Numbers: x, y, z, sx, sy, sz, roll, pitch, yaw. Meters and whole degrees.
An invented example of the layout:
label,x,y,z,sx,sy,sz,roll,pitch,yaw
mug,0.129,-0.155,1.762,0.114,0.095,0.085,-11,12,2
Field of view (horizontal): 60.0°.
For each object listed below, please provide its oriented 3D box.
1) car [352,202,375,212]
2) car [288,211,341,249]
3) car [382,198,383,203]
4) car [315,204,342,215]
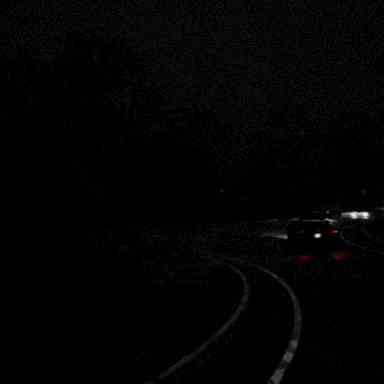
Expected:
label,x,y,z,sx,sy,sz,roll,pitch,yaw
car,24.610,2.141,47.615,1.895,1.301,4.718,-2,-1,43
car,5.841,1.883,16.338,1.994,1.385,4.181,-2,-1,12
car,35.515,1.377,59.400,2.097,1.767,4.553,-2,-1,43
car,15.274,2.081,37.327,1.812,1.442,4.674,-2,1,43
